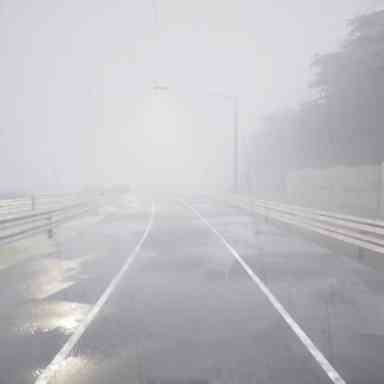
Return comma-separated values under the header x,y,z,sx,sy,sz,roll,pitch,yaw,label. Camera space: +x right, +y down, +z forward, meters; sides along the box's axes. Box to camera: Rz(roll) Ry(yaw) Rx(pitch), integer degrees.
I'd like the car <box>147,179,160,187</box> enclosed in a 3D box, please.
x,y,z,sx,sy,sz,roll,pitch,yaw,label
-8.688,-2.175,83.298,2.097,1.767,4.553,0,3,16,car

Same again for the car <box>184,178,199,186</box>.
x,y,z,sx,sy,sz,roll,pitch,yaw,label
-0.566,-2.213,86.213,2.128,1.511,4.902,0,3,16,car

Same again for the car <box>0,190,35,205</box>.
x,y,z,sx,sy,sz,roll,pitch,yaw,label
-18.879,0.519,35.362,1.882,1.535,5.008,0,3,16,car

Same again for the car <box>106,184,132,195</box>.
x,y,z,sx,sy,sz,roll,pitch,yaw,label
-10.810,-0.256,50.693,1.994,1.385,4.181,0,3,16,car

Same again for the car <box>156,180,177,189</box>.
x,y,z,sx,sy,sz,roll,pitch,yaw,label
-5.272,-1.259,69.893,1.895,1.301,4.718,0,3,16,car

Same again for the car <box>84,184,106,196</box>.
x,y,z,sx,sy,sz,roll,pitch,yaw,label
-14.464,-0.442,50.656,2.097,1.767,4.553,0,3,16,car

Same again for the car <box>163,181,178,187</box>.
x,y,z,sx,sy,sz,roll,pitch,yaw,label
-5.315,-1.966,82.370,2.033,1.411,5.357,0,3,16,car
